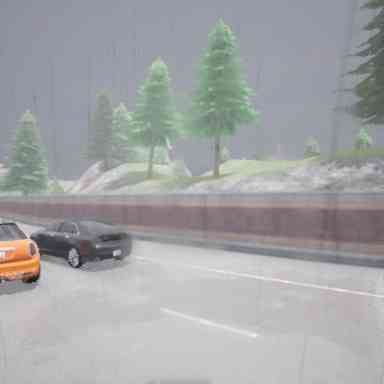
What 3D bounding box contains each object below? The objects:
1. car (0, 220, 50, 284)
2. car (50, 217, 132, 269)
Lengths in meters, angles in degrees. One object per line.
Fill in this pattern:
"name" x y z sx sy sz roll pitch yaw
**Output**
"car" -6.035 1.510 9.010 4.553 1.767 2.097 -1 -1 41
"car" -4.186 1.686 12.035 4.892 1.490 1.837 -1 -1 41
